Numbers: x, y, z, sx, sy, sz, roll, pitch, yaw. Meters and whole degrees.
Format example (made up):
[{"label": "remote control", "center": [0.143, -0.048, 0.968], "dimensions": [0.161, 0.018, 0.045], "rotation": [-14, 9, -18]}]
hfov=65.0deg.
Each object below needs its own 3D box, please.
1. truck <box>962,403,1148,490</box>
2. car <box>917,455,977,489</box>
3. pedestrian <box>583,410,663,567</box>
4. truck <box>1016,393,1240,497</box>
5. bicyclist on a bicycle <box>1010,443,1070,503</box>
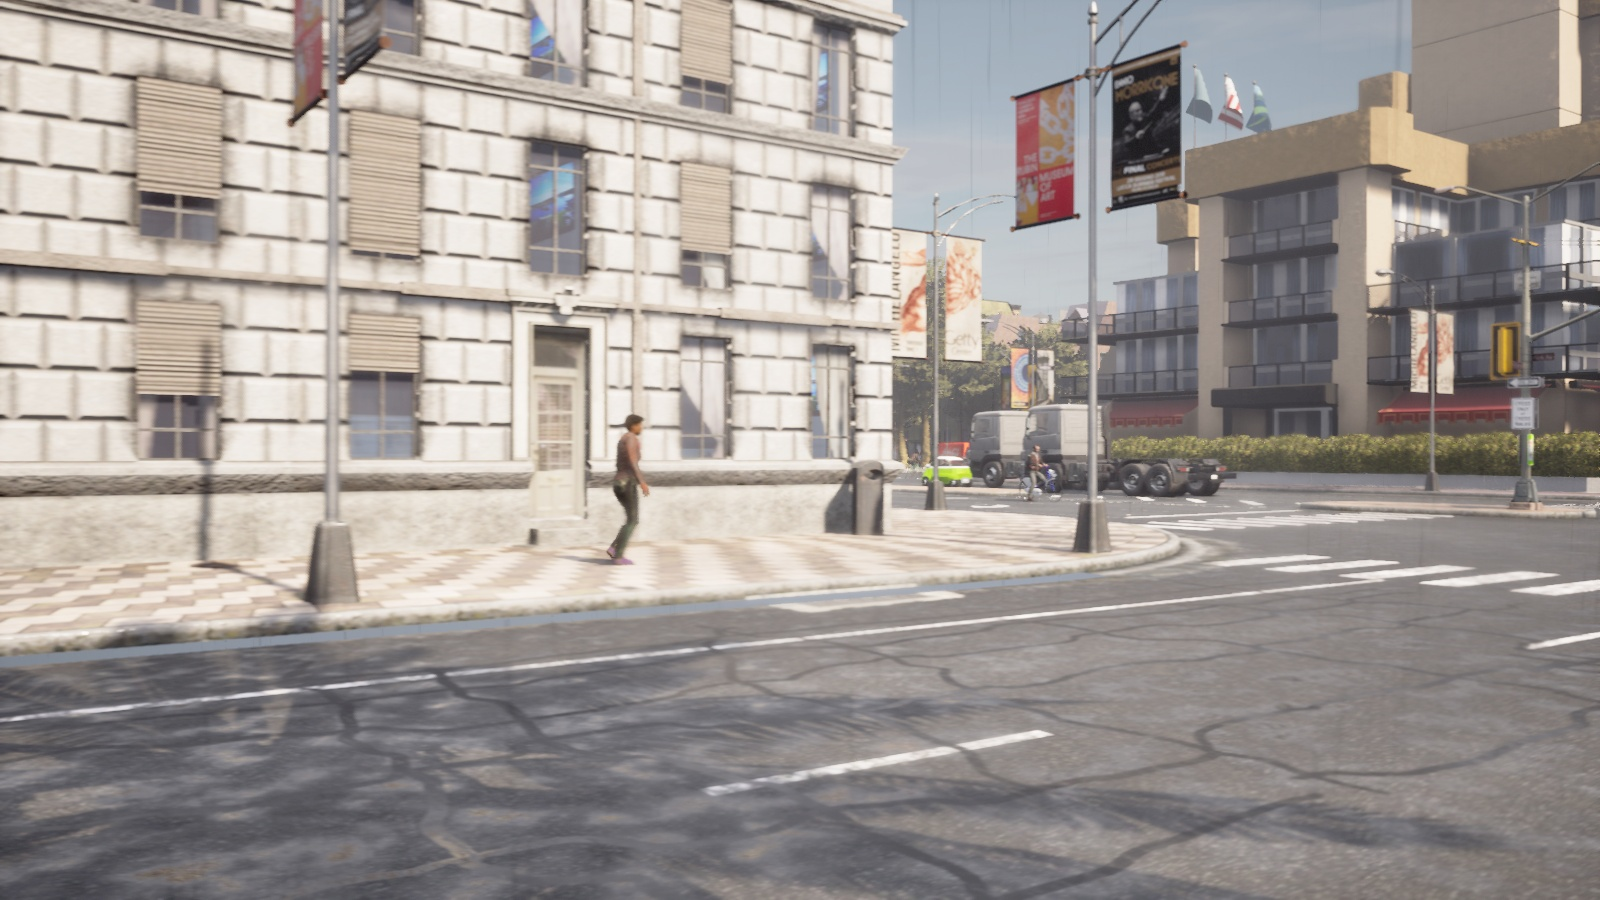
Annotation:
[{"label": "truck", "center": [10.720, -0.128, 53.584], "dimensions": [2.891, 3.462, 7.936], "rotation": [0, 0, -35]}, {"label": "car", "center": [6.291, 0.918, 53.780], "dimensions": [1.481, 1.376, 2.207], "rotation": [0, 0, -35]}, {"label": "pedestrian", "center": [-2.091, 0.442, 14.817], "dimensions": [0.869, 1.805, 0.328], "rotation": [0, 0, -28]}, {"label": "truck", "center": [11.790, -0.149, 46.024], "dimensions": [2.891, 3.462, 7.936], "rotation": [0, 0, -35]}, {"label": "bicyclist on a bicycle", "center": [7.333, 0.694, 38.479], "dimensions": [0.659, 1.776, 1.843], "rotation": [0, 0, -35]}]
